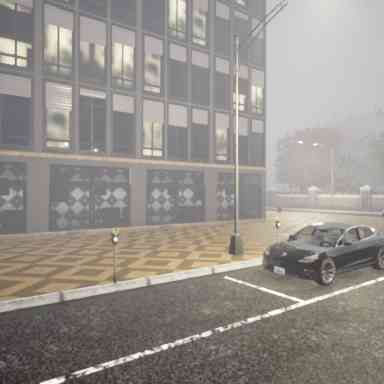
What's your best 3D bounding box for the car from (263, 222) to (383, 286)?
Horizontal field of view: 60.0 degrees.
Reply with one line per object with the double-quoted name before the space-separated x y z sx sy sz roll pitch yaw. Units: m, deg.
"car" 3.929 1.561 9.447 4.313 1.339 1.947 0 0 -35
